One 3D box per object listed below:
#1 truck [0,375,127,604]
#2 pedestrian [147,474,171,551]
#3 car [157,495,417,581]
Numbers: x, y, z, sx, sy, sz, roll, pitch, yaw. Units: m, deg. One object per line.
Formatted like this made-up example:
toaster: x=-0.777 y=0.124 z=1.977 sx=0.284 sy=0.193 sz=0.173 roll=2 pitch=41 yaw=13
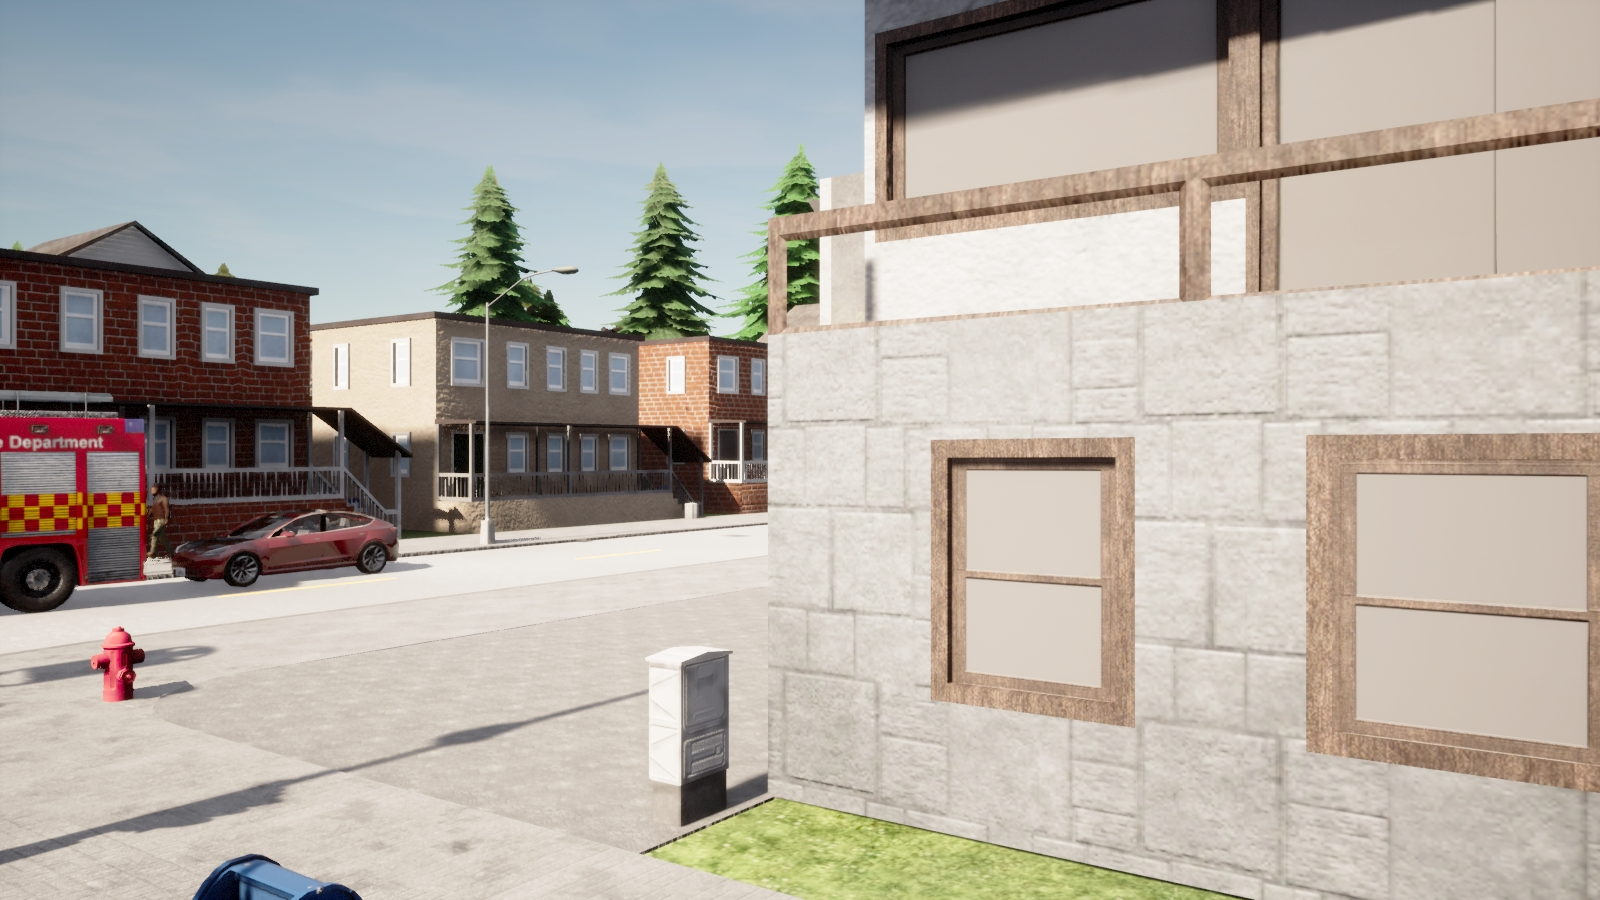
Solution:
truck: x=-15.975 y=0.669 z=18.295 sx=2.891 sy=3.827 sz=8.468 roll=0 pitch=0 yaw=41
pedestrian: x=-15.625 y=1.516 z=27.851 sx=0.375 sy=1.860 sz=0.375 roll=0 pitch=0 yaw=35
car: x=-11.161 y=1.843 z=25.188 sx=2.163 sy=1.488 sz=4.792 roll=0 pitch=0 yaw=35
